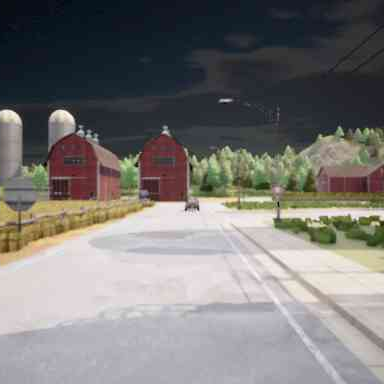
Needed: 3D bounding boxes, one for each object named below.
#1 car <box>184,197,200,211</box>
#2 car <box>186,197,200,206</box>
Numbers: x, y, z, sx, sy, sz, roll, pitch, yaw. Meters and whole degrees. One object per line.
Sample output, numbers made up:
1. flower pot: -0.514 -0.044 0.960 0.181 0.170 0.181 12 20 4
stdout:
1. car: 0.053 1.623 42.338 1.812 1.442 4.674 0 0 1
2. car: 0.208 1.625 58.283 2.128 1.511 4.902 0 0 3
